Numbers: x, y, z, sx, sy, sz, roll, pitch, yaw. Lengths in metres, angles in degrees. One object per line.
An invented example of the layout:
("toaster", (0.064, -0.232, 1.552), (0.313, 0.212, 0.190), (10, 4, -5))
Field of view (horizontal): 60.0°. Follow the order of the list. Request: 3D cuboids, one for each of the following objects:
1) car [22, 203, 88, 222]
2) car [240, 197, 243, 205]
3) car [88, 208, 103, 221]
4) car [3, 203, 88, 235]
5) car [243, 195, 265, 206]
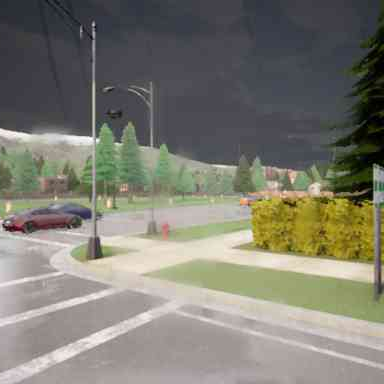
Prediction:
("car", (-11.241, 1.616, 27.591), (1.895, 1.301, 4.718), (0, 0, 36))
("car", (10.013, 1.367, 56.933), (2.097, 1.767, 4.553), (0, 0, 36))
("car", (-8.903, 1.539, 24.852), (1.812, 1.442, 4.674), (0, 0, 36))
("car", (-8.569, 1.575, 19.347), (1.994, 1.385, 4.181), (0, 0, 36))
("car", (10.428, 1.560, 51.542), (2.033, 1.411, 5.357), (0, 0, 36))
